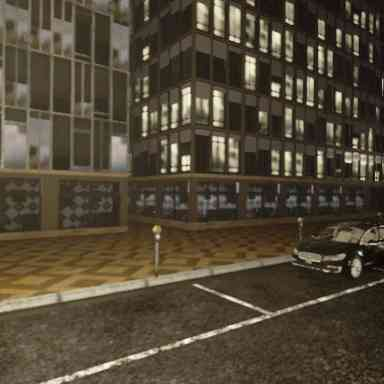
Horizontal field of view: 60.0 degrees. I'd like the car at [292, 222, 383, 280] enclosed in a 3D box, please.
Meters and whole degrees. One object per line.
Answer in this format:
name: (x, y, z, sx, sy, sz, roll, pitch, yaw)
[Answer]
car: (4.859, 1.609, 10.023, 4.403, 1.369, 2.008, 0, 0, -36)
